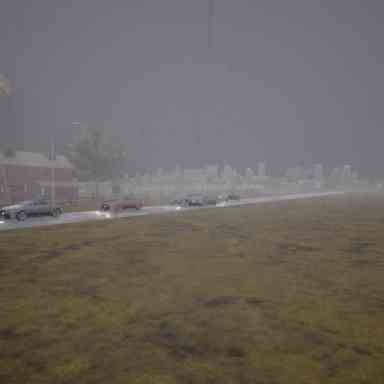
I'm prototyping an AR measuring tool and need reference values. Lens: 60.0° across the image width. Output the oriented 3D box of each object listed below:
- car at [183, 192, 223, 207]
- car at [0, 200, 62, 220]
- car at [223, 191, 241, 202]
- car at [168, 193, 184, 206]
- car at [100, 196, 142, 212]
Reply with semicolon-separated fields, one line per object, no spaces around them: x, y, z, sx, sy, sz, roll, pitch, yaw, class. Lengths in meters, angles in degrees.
1.350;0.943;37.996;1.994;1.385;4.181;1;2;36;car
-11.925;1.267;24.736;1.994;1.385;4.181;1;2;34;car
5.314;0.596;48.403;2.128;1.511;4.902;1;2;37;car
-0.846;0.827;39.976;1.837;1.490;4.892;1;2;36;car
-6.730;1.090;31.872;1.994;1.385;4.181;1;2;36;car
